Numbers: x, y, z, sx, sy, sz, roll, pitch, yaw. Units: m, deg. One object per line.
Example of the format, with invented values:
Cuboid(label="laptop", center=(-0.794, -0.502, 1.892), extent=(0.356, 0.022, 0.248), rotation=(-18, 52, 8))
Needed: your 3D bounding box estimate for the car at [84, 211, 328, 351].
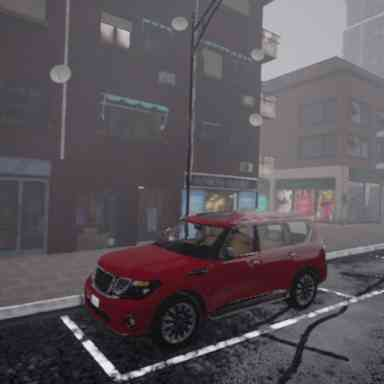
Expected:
Cuboid(label="car", center=(0.594, 1.354, 6.485), extent=(5.009, 1.841, 2.192), rotation=(1, 1, -35))
